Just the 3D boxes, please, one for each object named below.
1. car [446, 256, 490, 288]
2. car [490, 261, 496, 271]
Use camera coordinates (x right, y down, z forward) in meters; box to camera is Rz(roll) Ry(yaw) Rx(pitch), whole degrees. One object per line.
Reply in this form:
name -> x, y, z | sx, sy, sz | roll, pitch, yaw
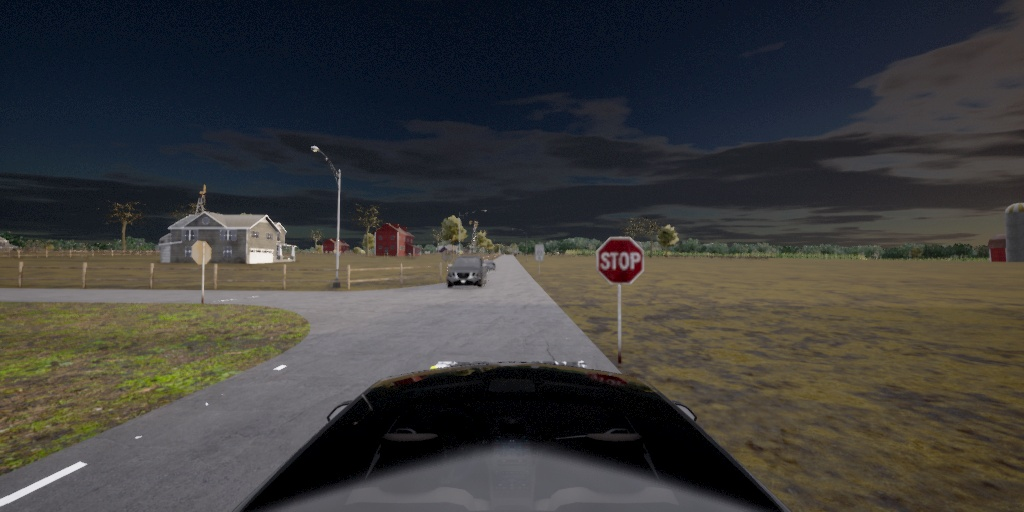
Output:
car -> -2.825, 1.045, 23.420 | 2.150, 2.045, 5.566 | 0, 1, 0
car -> -2.930, 1.148, 42.893 | 1.994, 1.385, 4.181 | 0, 1, 0
